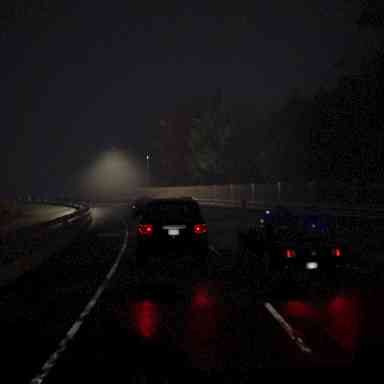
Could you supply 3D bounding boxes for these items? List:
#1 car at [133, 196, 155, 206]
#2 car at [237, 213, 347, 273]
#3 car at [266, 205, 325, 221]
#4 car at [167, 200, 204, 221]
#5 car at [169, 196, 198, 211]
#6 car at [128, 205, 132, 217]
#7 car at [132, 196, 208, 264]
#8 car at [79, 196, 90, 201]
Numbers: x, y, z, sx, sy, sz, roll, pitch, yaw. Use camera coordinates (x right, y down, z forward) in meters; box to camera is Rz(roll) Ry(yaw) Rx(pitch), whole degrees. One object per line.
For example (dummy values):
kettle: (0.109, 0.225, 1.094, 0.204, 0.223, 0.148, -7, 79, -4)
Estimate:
car: (-8.020, 1.498, 55.045, 1.882, 1.535, 5.008, 0, 0, -30)
car: (2.840, 1.590, 10.707, 1.895, 1.301, 4.718, 0, 0, -6)
car: (5.288, 1.457, 18.184, 1.882, 1.535, 5.008, 0, 0, -9)
car: (-0.688, 1.489, 28.767, 2.128, 1.511, 4.902, 0, 0, -15)
car: (-1.135, 1.349, 40.806, 2.097, 1.767, 4.553, 0, 0, -22)
car: (-4.484, 1.515, 29.288, 1.837, 1.490, 4.892, 0, 0, -16)
car: (-0.817, 1.223, 12.011, 2.150, 2.045, 5.566, 0, 0, -7)
car: (-26.949, 1.619, 83.303, 2.033, 1.411, 5.357, 0, 0, -30)
